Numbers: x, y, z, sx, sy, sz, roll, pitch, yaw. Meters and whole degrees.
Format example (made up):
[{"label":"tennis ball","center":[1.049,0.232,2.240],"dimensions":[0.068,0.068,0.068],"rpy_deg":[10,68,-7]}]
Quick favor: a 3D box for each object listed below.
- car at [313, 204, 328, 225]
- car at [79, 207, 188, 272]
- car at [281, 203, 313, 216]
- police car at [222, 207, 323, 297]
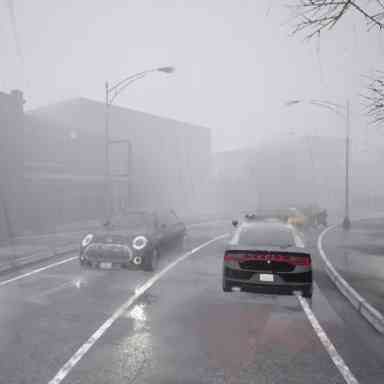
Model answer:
[{"label":"car","center":[7.784,1.535,22.433],"dimensions":[1.837,1.490,4.892],"rpy_deg":[1,0,34]},{"label":"car","center":[-1.662,1.333,10.867],"dimensions":[2.097,1.767,4.553],"rpy_deg":[0,0,15]},{"label":"car","center":[5.086,1.469,17.736],"dimensions":[1.801,1.575,5.366],"rpy_deg":[1,0,26]},{"label":"police car","center":[1.977,1.427,8.856],"dimensions":[1.930,1.638,5.238],"rpy_deg":[0,0,12]}]
